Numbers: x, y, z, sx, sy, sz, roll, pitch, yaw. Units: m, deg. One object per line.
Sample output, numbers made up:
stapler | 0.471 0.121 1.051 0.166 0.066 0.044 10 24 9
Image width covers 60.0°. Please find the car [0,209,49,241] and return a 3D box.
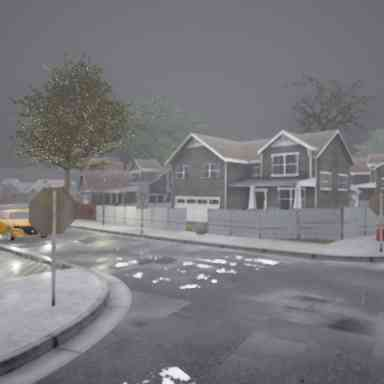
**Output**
car | -9.626 1.726 18.497 1.882 1.535 5.008 1 -1 -44
